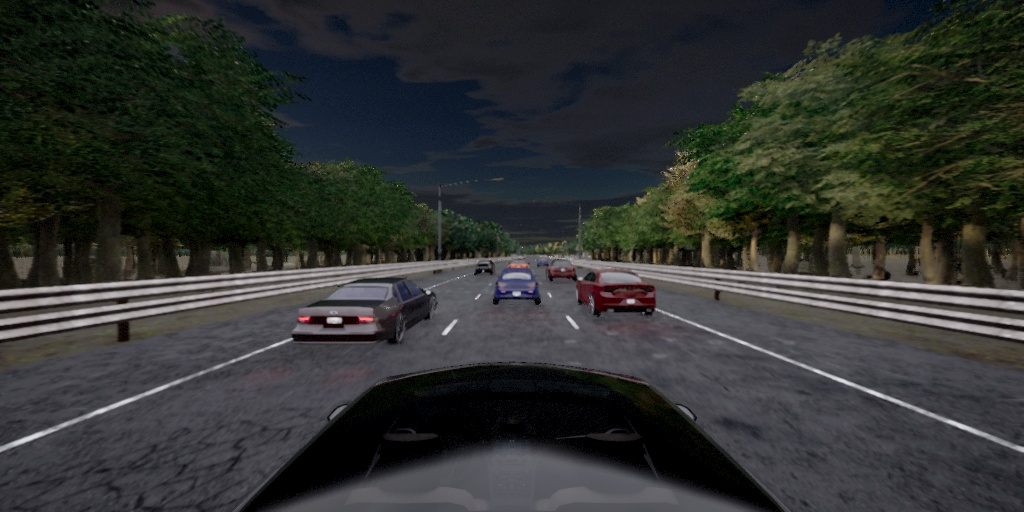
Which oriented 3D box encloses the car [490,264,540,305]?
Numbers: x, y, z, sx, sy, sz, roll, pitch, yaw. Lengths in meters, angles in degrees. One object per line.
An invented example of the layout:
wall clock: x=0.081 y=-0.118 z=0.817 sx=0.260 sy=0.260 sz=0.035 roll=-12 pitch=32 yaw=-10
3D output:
car: x=0.213 y=1.238 z=15.766 sx=1.812 sy=1.442 sz=4.674 roll=0 pitch=0 yaw=1

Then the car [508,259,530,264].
car: x=0.694 y=1.056 z=35.236 sx=2.097 sy=1.767 sz=4.553 roll=0 pitch=0 yaw=2

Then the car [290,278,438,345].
car: x=-3.369 y=1.271 z=9.357 sx=2.033 sy=1.411 sz=5.357 roll=0 pitch=0 yaw=1

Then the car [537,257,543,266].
car: x=5.564 y=1.073 z=64.924 sx=2.097 sy=1.767 sz=4.553 roll=0 pitch=0 yaw=4

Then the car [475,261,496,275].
car: x=-2.728 y=1.208 z=37.651 sx=1.837 sy=1.490 sz=4.892 roll=0 pitch=0 yaw=2

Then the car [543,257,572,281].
car: x=3.904 y=1.057 z=29.159 sx=2.097 sy=1.767 sz=4.553 roll=0 pitch=0 yaw=2

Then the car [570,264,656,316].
car: x=3.579 y=1.200 z=13.173 sx=1.882 sy=1.535 sz=5.008 roll=0 pitch=0 yaw=1
